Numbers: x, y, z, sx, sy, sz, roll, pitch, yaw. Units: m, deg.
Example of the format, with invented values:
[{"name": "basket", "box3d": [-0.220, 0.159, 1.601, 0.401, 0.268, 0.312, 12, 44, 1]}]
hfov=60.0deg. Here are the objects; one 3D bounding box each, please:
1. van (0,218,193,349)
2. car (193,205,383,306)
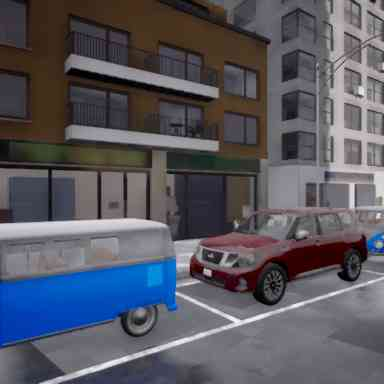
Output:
[{"name": "van", "box3d": [-2.140, 1.338, 5.007, 3.998, 1.788, 1.690, 0, 0, -36]}, {"name": "car", "box3d": [2.359, 1.311, 8.216, 5.009, 1.841, 2.192, 0, 0, -35]}]
